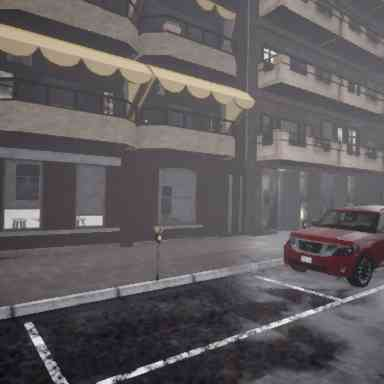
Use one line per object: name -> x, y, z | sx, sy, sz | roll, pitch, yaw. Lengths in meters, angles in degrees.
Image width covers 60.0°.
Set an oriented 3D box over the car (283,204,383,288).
car -> 4.828, 1.323, 9.514 | 5.009, 1.841, 2.192 | 0, 1, -35
